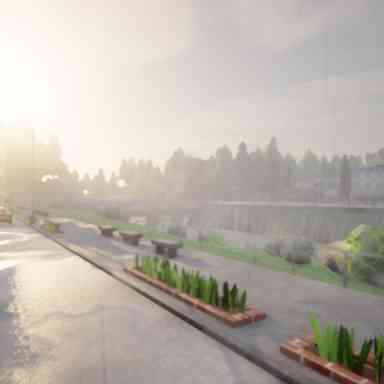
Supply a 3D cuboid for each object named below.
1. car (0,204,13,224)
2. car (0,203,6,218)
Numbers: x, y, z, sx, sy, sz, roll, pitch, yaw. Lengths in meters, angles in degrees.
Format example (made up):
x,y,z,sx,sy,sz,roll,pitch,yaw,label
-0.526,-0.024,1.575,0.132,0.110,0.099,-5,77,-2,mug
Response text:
x,y,z,sx,sy,sz,roll,pitch,yaw,label
-16.484,2.002,28.371,1.994,1.385,4.181,0,-1,-32,car
-22.038,2.083,37.177,1.837,1.490,4.892,0,0,-32,car
